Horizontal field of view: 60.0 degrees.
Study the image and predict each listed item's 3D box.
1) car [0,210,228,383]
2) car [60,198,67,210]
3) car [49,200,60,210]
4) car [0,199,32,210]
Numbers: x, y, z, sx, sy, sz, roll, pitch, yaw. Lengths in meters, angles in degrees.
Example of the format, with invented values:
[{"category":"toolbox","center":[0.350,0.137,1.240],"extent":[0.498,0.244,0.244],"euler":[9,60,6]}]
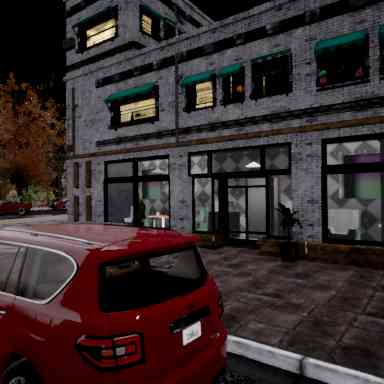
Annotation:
[{"category":"car","center":[-1.942,1.316,4.295],"extent":[5.009,1.841,2.192],"euler":[0,-1,36]},{"category":"car","center":[-12.091,1.117,38.021],"extent":[2.097,1.767,4.553],"euler":[-1,0,37]},{"category":"car","center":[-14.817,1.374,39.799],"extent":[1.994,1.385,4.181],"euler":[-1,0,37]},{"category":"car","center":[-17.553,1.459,30.734],"extent":[1.895,1.301,4.718],"euler":[-1,0,37]}]
